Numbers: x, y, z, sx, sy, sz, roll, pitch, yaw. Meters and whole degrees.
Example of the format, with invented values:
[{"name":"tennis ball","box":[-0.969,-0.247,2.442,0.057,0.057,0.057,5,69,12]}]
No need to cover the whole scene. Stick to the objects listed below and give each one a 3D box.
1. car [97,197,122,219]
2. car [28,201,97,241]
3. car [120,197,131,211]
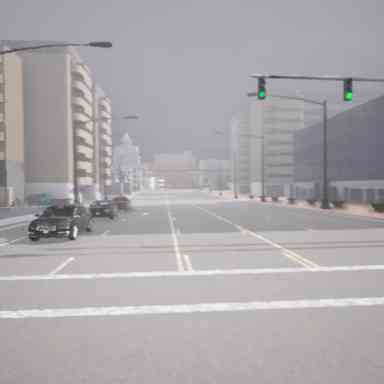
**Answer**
[{"name":"car","box":[-6.954,1.357,25.880,1.994,1.385,4.181,-1,0,-5]},{"name":"car","box":[-6.116,1.355,15.914,1.837,1.490,4.892,-1,0,-4]},{"name":"car","box":[-7.757,1.238,35.935,1.882,1.535,5.008,-1,0,-5]}]
